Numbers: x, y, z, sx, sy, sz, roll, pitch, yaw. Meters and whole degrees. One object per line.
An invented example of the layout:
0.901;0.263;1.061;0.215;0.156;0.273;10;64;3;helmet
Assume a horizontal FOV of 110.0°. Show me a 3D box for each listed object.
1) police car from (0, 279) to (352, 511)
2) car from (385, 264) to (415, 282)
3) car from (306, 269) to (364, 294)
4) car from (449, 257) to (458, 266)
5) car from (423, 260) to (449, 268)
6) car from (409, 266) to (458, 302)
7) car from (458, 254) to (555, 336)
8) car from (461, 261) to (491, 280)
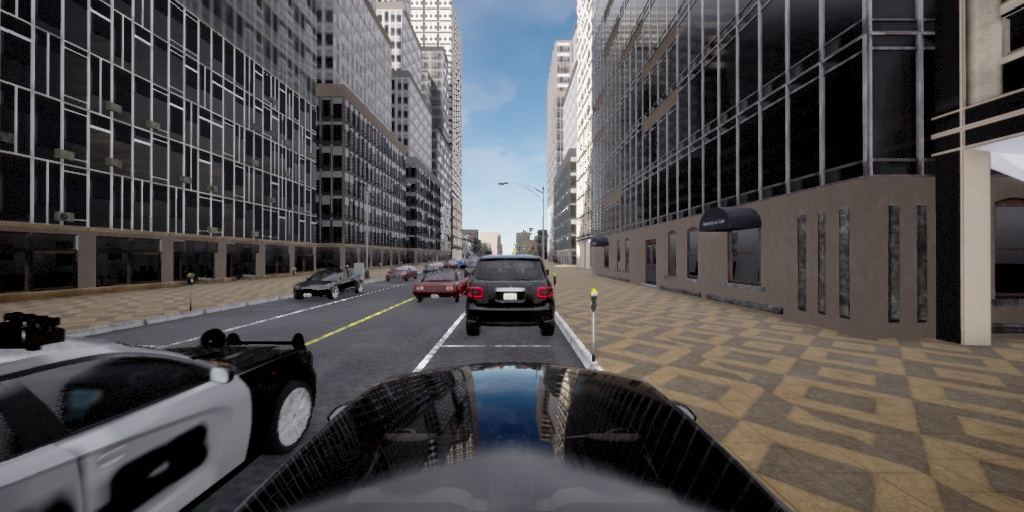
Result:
-3.146;1.175;2.176;1.930;1.638;5.238;0;0;0;police car
-8.835;1.324;29.033;1.802;1.307;4.207;0;0;0;car
-8.836;1.313;17.650;1.948;1.339;4.313;0;0;0;car
-8.836;1.273;51.803;1.888;1.381;4.507;0;0;0;car
-8.836;1.286;40.419;2.007;1.370;4.403;0;0;0;car
-3.143;1.349;16.900;1.895;1.301;4.718;0;0;0;car
-0.039;0.977;10.529;2.150;2.045;5.566;0;0;0;car
-3.141;1.234;32.088;2.128;1.511;4.902;0;0;0;car
